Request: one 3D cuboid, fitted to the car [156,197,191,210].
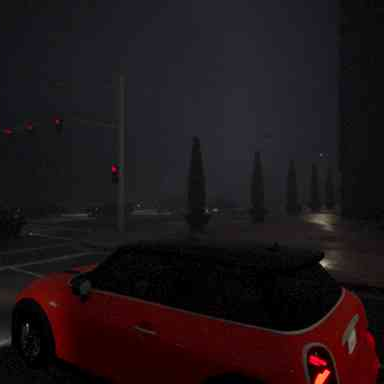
[{"bbox_3d":[-2.419,1.480,44.697,2.128,1.511,4.902,0,0,36],"label":"car"}]

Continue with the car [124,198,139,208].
[{"bbox_3d":[-8.056,1.480,36.906,2.128,1.511,4.902,0,0,36],"label":"car"}]

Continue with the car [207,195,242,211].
[{"bbox_3d":[3.806,1.469,41.021,1.882,1.535,5.008,0,0,36],"label":"car"}]

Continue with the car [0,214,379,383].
[{"bbox_3d":[-0.300,1.351,4.206,4.553,1.767,2.097,0,0,35],"label":"car"}]

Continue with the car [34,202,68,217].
[{"bbox_3d":[-13.515,1.589,29.360,1.895,1.301,4.718,0,0,36],"label":"car"}]

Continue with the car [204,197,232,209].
[{"bbox_3d":[3.810,1.515,47.309,1.812,1.442,4.674,0,0,36],"label":"car"}]

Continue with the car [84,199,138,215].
[{"bbox_3d":[-7.731,1.591,31.386,1.895,1.301,4.718,0,0,36],"label":"car"}]

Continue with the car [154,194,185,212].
[{"bbox_3d":[-2.004,1.211,39.295,2.150,2.045,5.566,0,0,36],"label":"car"}]

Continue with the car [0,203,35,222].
[{"bbox_3d":[-8.999,1.471,14.724,1.882,1.535,5.008,-2,0,-7],"label":"car"}]

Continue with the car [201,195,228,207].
[{"bbox_3d":[3.604,1.340,52.970,2.097,1.767,4.553,0,0,36],"label":"car"}]
